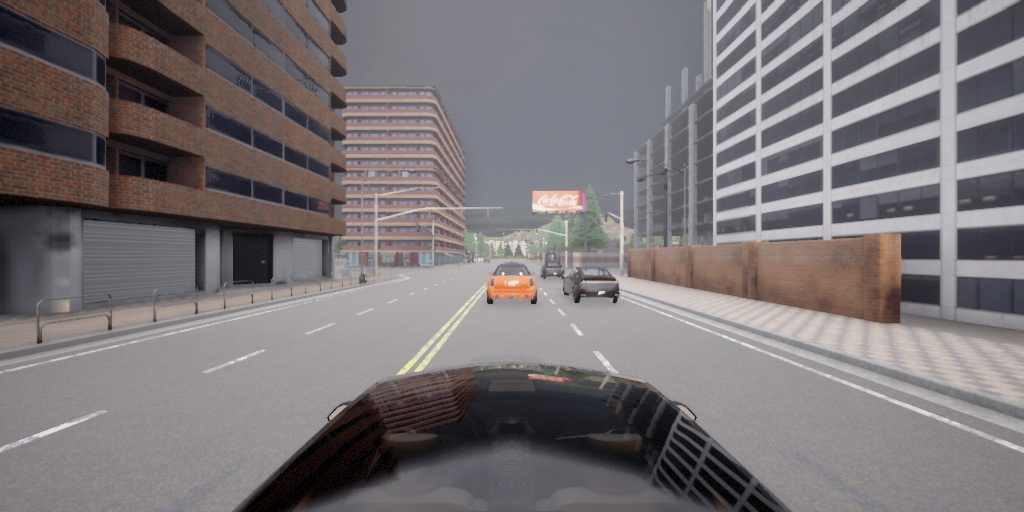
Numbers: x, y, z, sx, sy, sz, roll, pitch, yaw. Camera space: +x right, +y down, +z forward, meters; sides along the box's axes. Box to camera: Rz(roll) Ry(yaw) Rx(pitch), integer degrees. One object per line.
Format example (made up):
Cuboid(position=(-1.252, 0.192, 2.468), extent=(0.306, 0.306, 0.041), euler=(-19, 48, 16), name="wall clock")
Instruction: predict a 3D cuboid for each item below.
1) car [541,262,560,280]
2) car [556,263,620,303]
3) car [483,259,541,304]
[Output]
Cuboid(position=(3.500, 1.244, 31.500), extent=(2.128, 1.511, 4.902), euler=(0, 0, 0), name="car")
Cuboid(position=(3.500, 1.244, 16.500), extent=(2.128, 1.511, 4.902), euler=(0, 0, 0), name="car")
Cuboid(position=(0.000, 1.115, 16.470), extent=(2.097, 1.767, 4.553), euler=(0, 0, 0), name="car")
